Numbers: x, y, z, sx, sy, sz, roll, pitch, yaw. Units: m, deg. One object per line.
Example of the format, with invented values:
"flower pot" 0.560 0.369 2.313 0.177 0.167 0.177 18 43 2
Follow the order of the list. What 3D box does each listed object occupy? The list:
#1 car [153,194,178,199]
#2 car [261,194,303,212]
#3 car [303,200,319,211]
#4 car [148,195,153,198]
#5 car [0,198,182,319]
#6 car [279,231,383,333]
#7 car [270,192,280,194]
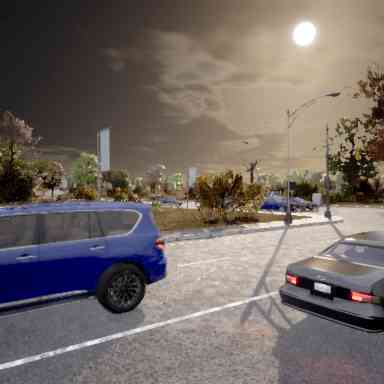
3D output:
"car" -3.428 1.340 51.032 2.128 1.511 4.902 -1 0 -39
"car" 8.876 1.319 35.813 1.882 1.535 5.008 -1 0 -40
"car" 11.656 1.364 37.947 2.033 1.411 5.357 -1 0 -39
"car" -7.825 1.261 73.344 1.882 1.535 5.008 -1 0 -38
"car" -3.095 1.224 6.074 5.566 2.045 2.150 0 0 -36
"car" 4.064 1.529 6.673 5.357 1.411 2.033 0 0 -36
"car" 10.904 0.993 50.312 2.150 2.045 5.566 -1 0 -39
